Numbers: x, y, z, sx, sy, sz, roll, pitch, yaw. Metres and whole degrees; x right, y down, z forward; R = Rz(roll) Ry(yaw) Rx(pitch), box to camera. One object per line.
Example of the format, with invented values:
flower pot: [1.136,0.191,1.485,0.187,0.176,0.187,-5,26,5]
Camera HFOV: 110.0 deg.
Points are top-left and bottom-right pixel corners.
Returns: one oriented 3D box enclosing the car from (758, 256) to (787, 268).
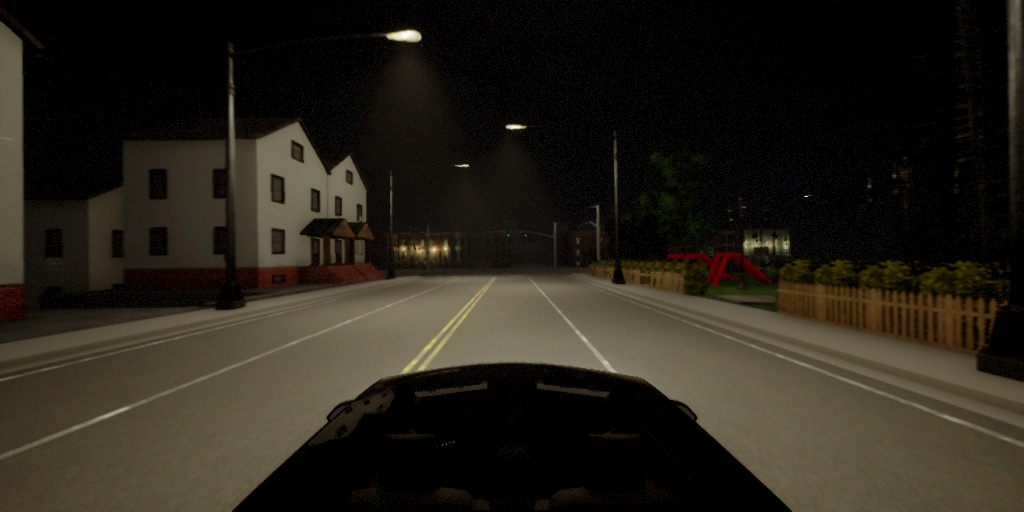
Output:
car: [38.721,0.886,52.420,4.553,1.767,2.097,-1,0,0]
